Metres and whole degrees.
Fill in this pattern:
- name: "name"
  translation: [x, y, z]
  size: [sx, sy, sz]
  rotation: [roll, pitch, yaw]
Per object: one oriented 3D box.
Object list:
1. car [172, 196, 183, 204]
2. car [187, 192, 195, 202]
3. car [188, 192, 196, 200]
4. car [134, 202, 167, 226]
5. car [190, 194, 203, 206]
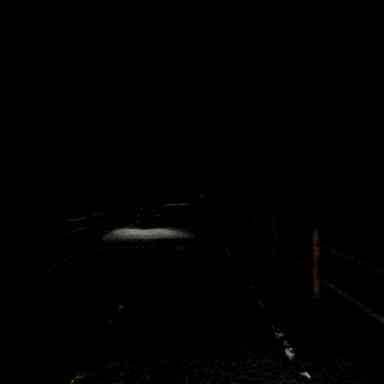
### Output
- name: "car"
  translation: [-2.811, 1.443, 64.105]
  size: [1.882, 1.535, 5.008]
  rotation: [0, 0, 1]
- name: "car"
  translation: [-0.040, 1.161, 73.017]
  size: [2.097, 1.767, 4.553]
  rotation: [0, 0, 0]
- name: "car"
  translation: [-0.047, 1.008, 87.004]
  size: [2.150, 2.045, 5.566]
  rotation: [0, 0, 0]
- name: "car"
  translation: [-2.863, 1.470, 23.583]
  size: [1.882, 1.535, 5.008]
  rotation: [0, 0, 0]
- name: "car"
  translation: [0.932, 1.500, 54.848]
  size: [1.812, 1.442, 4.674]
  rotation: [0, 0, 0]
